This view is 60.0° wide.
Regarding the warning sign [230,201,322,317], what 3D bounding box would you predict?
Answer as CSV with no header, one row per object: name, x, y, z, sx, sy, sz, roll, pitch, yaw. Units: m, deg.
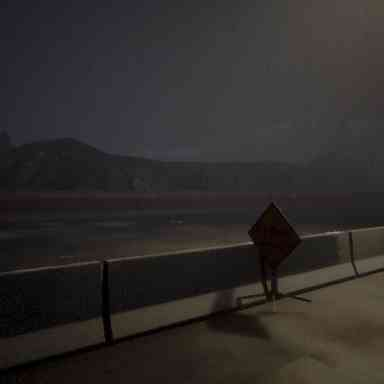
warning sign,1.548,1.114,6.263,1.060,1.860,1.300,0,0,-35
